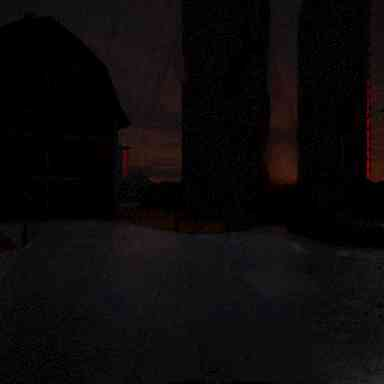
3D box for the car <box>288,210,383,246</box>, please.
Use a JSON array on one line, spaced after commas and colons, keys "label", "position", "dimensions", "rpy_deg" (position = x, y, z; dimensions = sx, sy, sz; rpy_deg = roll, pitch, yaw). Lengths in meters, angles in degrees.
[{"label": "car", "position": [6.551, 1.554, 15.368], "dimensions": [1.994, 1.381, 4.181], "rpy_deg": [0, 0, -36]}]
